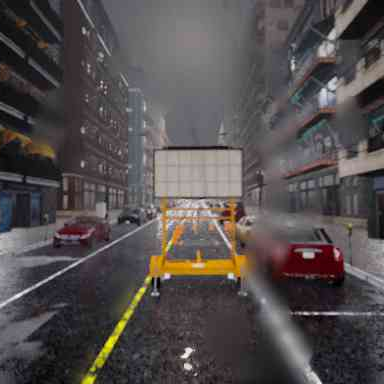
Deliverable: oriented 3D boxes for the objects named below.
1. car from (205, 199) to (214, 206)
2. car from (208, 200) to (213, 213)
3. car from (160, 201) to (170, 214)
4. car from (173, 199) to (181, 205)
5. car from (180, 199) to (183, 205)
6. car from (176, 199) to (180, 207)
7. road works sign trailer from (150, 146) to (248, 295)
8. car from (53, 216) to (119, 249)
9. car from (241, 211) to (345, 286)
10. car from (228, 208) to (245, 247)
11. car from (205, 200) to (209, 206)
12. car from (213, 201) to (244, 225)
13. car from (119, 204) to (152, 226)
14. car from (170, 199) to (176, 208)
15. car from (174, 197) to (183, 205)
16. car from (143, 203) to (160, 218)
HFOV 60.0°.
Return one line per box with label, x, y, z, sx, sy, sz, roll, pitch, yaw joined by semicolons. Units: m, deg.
car;4.070;2.473;77.793;2.008;1.369;4.403;1;-1;1
car;3.441;2.039;43.986;1.752;1.417;4.829;2;-1;1
car;-4.441;2.103;43.967;2.008;1.369;4.403;2;-1;1
car;-3.706;2.557;83.438;1.752;1.417;4.829;2;-1;1
car;-3.811;2.487;77.775;1.752;1.417;4.829;2;-1;1
car;-4.019;2.369;66.621;1.887;1.381;4.507;2;-1;1
road works sign trailer;0.170;0.572;8.972;2.380;3.560;2.880;0;-1;1
car;-4.968;1.795;15.650;1.802;1.307;4.206;2;-1;1
car;2.808;1.545;9.838;1.967;1.590;4.097;2;-1;1
car;2.914;1.700;15.670;1.752;1.417;4.829;2;-1;1
car;3.648;2.213;55.142;1.947;1.339;4.313;2;-1;1
car;3.127;1.623;26.829;2.192;1.841;5.009;2;-1;1
car;-4.758;1.914;26.977;1.947;1.339;4.313;2;-1;1
car;-4.230;2.233;55.294;1.887;1.381;4.507;2;-1;1
car;-3.590;2.419;89.274;2.192;1.841;5.009;2;-1;1
car;-4.648;1.857;32.642;1.967;1.590;4.097;2;-1;1
